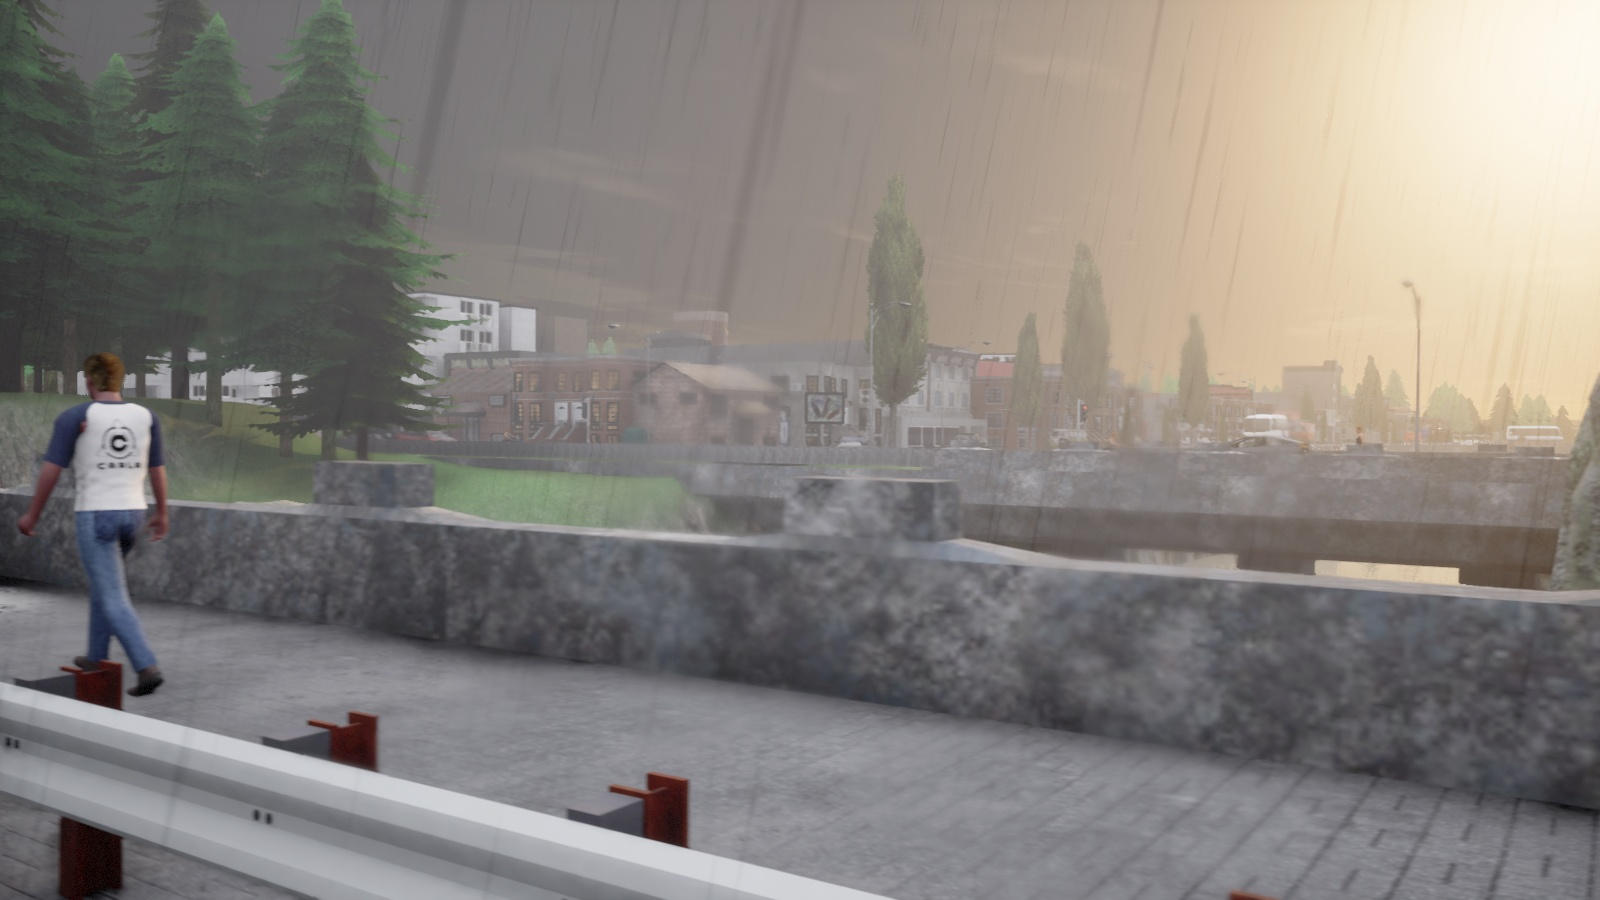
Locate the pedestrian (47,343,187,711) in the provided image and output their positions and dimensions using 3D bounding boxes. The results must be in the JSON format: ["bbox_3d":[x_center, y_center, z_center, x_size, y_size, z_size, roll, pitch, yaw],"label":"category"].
[{"bbox_3d":[-3.601,0.384,6.617,0.706,1.836,0.354,0,1,36],"label":"pedestrian"}]

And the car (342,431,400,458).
[{"bbox_3d":[-30.331,-0.408,88.690,3.866,1.878,1.905,0,1,34],"label":"car"}]

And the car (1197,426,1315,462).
[{"bbox_3d":[20.010,-0.256,55.169,4.514,1.525,2.007,0,1,34],"label":"car"}]

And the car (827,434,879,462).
[{"bbox_3d":[2.733,-0.125,65.589,1.994,1.385,4.181,-1,1,-8],"label":"car"}]

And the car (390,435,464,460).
[{"bbox_3d":[-23.595,-0.192,79.403,4.514,1.525,2.007,0,1,34],"label":"car"}]

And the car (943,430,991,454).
[{"bbox_3d":[11.379,-0.556,85.209,1.789,1.549,3.705,0,1,34],"label":"car"}]
